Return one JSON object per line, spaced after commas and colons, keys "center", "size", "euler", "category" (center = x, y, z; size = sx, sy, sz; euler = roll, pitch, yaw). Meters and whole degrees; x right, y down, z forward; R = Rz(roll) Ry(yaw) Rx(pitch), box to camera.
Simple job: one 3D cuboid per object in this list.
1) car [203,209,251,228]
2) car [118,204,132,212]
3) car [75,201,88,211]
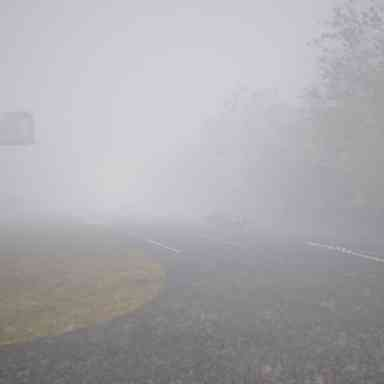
{"center": [2.806, 2.166, 27.968], "size": [2.033, 1.411, 5.357], "euler": [0, -1, -25], "category": "car"}
{"center": [-12.171, 2.876, 60.354], "size": [1.837, 1.490, 4.892], "euler": [0, -1, -25], "category": "car"}
{"center": [-22.047, 3.052, 66.687], "size": [1.812, 1.442, 4.674], "euler": [0, -1, -19], "category": "car"}
